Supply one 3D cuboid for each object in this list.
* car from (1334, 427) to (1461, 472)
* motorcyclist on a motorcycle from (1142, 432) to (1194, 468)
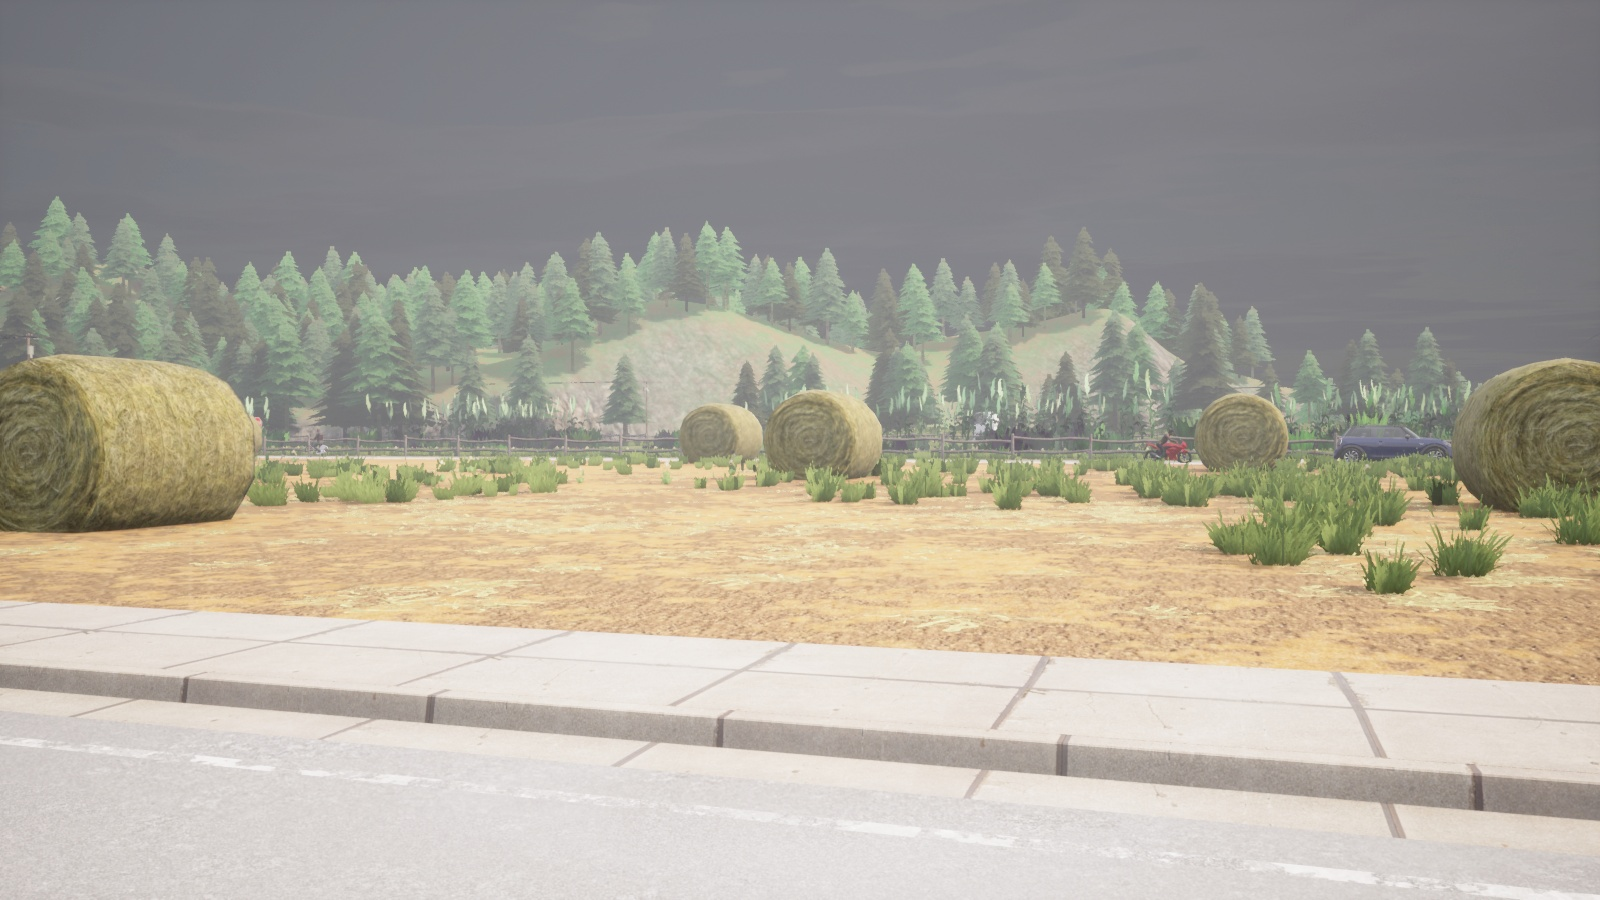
[{"bbox_3d":[24.135,-0.048,50.938,4.553,1.767,2.097,1,1,23],"label":"car"},{"bbox_3d":[15.920,-0.010,54.335,2.044,1.523,0.797,1,1,22],"label":"motorcyclist on a motorcycle"}]
